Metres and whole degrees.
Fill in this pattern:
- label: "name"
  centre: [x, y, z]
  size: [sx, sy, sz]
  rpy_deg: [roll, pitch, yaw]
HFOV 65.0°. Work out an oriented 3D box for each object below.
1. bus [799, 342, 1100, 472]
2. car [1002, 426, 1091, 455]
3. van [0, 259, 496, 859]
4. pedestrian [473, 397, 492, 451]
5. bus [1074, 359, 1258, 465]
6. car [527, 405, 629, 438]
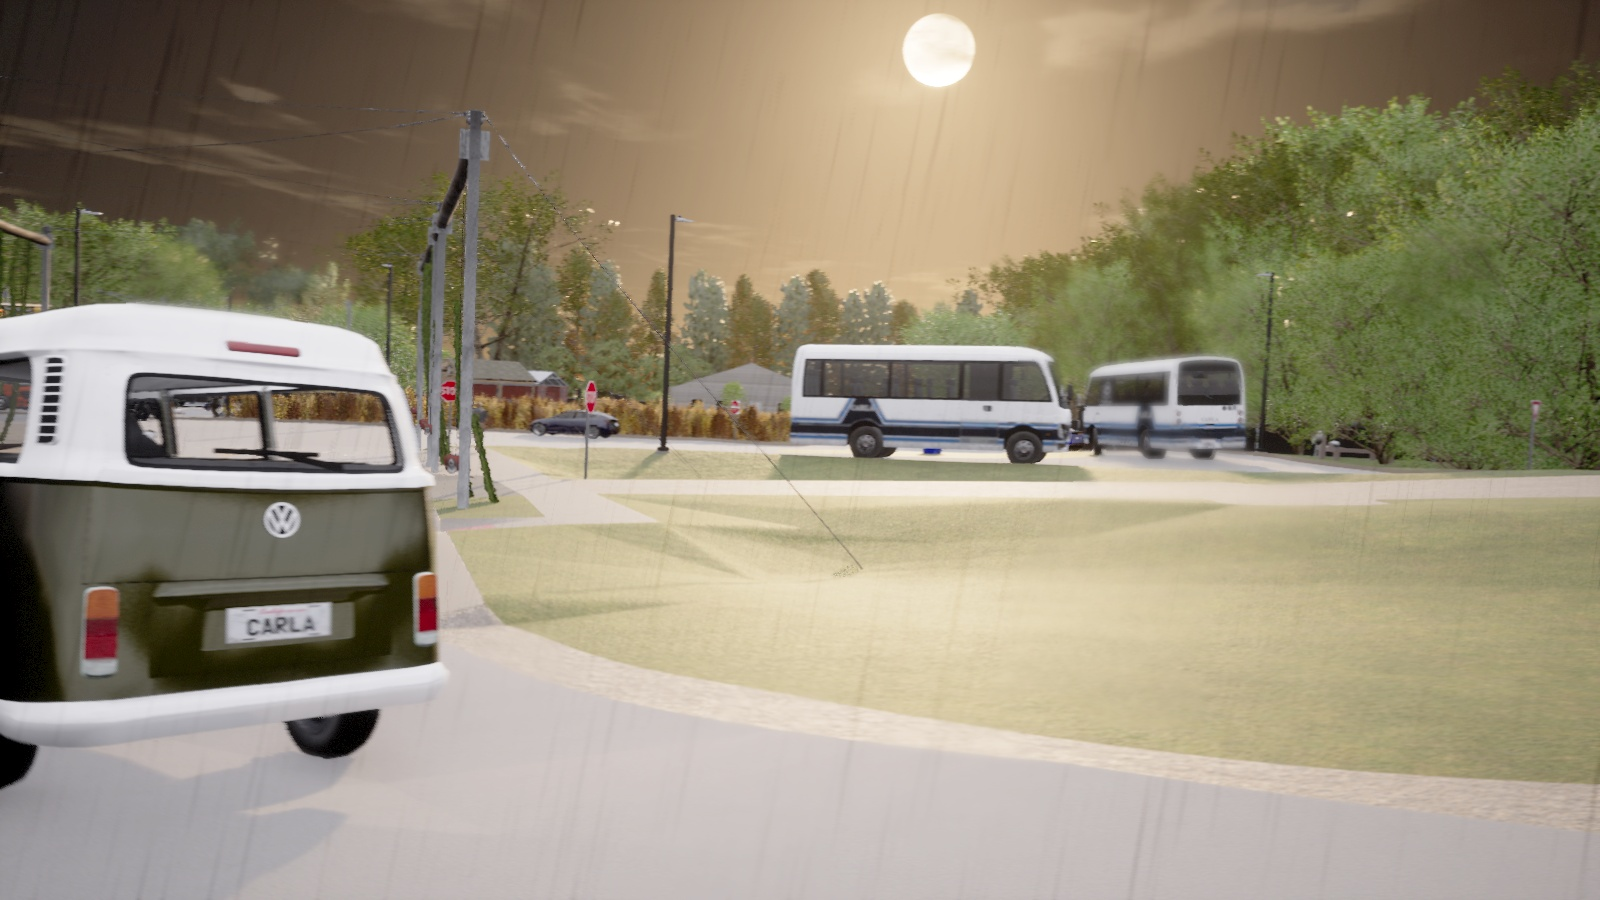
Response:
- label: "bus"
  centre: [5.501, -1.638, 45.883]
  size: [10.273, 4.253, 3.944]
  rpy_deg: [2, 2, 16]
- label: "car"
  centre: [13.821, -0.530, 70.592]
  size: [4.514, 1.525, 2.007]
  rpy_deg: [1, 1, 43]
- label: "van"
  centre: [-3.812, 0.374, 6.427]
  size: [4.480, 2.038, 2.069]
  rpy_deg: [1, -1, 41]
- label: "pedestrian"
  centre: [-11.205, -0.927, 44.298]
  size: [0.540, 1.848, 0.694]
  rpy_deg: [2, 3, -18]
- label: "bus"
  centre: [15.936, -1.686, 55.884]
  size: [3.944, 4.253, 10.273]
  rpy_deg: [0, 2, -8]
- label: "car"
  centre: [-11.754, -1.527, 66.650]
  size: [4.792, 1.488, 2.163]
  rpy_deg: [3, 3, 12]
